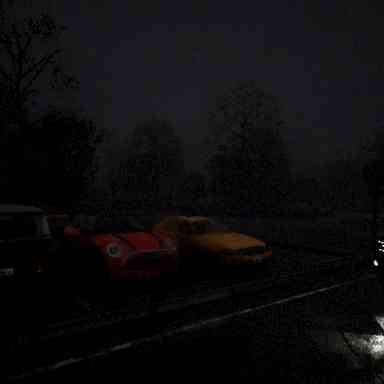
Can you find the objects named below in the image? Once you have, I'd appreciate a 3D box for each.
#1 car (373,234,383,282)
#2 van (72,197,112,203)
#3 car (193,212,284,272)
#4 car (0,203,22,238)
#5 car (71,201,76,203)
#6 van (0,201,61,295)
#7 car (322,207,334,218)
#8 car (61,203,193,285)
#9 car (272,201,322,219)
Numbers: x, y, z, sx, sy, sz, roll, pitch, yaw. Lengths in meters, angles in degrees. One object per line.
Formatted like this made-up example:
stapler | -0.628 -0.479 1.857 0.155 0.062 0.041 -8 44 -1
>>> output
car | 6.961 1.286 8.645 5.566 2.045 2.150 1 -1 -36
van | -6.475 1.282 21.626 1.878 1.987 4.442 1 0 -36
car | 0.223 1.499 11.247 1.946 1.575 5.366 1 0 -36
car | -11.075 1.471 18.676 1.946 1.575 5.366 0 0 -36
car | -8.918 1.484 20.234 1.946 1.575 5.366 1 0 -36
van | -4.779 1.245 8.004 1.878 1.987 4.442 0 0 -36
car | 12.871 1.823 35.766 2.185 1.767 4.553 2 -1 -36
car | -2.268 1.355 9.713 2.185 1.767 4.553 1 0 -36
car | 10.325 1.913 33.871 2.002 1.452 4.674 2 -1 -36
